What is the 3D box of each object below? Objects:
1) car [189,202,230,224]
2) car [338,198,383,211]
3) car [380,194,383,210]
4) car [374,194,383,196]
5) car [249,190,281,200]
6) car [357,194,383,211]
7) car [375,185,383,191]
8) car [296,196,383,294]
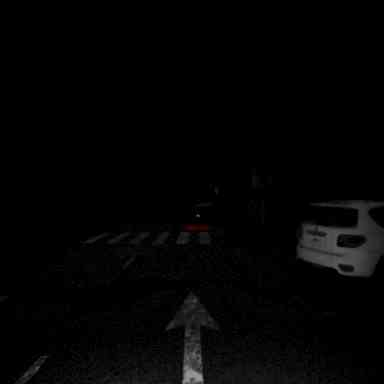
[{"bbox_3d":[1.373,1.479,25.273,1.882,1.535,5.008,-1,0,22],"label":"car"},{"bbox_3d":[20.972,1.529,41.690,2.163,1.488,4.792,0,-1,-21],"label":"car"},{"bbox_3d":[27.055,1.251,41.807,2.435,2.045,5.566,1,-1,-22],"label":"car"},{"bbox_3d":[19.810,1.231,30.609,5.566,2.045,2.150,0,0,-1],"label":"car"},{"bbox_3d":[10.582,0.406,47.952,4.674,1.442,1.812,-4,1,-10],"label":"car"},{"bbox_3d":[23.995,1.250,41.771,2.435,2.045,5.566,0,-1,-21],"label":"car"},{"bbox_3d":[29.468,-0.907,48.851,4.718,1.301,1.895,-4,0,-1],"label":"car"},{"bbox_3d":[5.393,1.234,8.644,5.566,2.045,2.435,1,0,-20],"label":"car"}]
